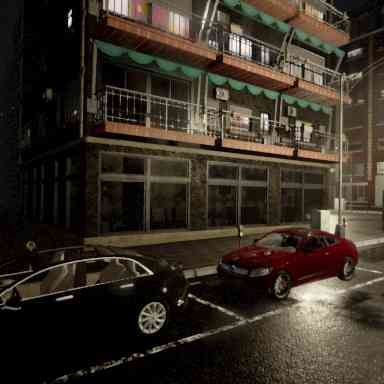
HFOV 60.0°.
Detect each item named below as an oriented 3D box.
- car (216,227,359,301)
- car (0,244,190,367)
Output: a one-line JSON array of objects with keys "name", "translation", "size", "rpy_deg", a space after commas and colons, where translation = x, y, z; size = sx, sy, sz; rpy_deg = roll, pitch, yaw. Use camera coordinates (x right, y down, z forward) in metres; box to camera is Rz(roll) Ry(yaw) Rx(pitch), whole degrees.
[{"name": "car", "translation": [2.536, 1.584, 8.324], "size": [4.206, 1.307, 1.802], "rpy_deg": [0, 1, -36]}, {"name": "car", "translation": [-2.087, 1.551, 5.014], "size": [4.403, 1.369, 2.008], "rpy_deg": [0, 1, -36]}]
